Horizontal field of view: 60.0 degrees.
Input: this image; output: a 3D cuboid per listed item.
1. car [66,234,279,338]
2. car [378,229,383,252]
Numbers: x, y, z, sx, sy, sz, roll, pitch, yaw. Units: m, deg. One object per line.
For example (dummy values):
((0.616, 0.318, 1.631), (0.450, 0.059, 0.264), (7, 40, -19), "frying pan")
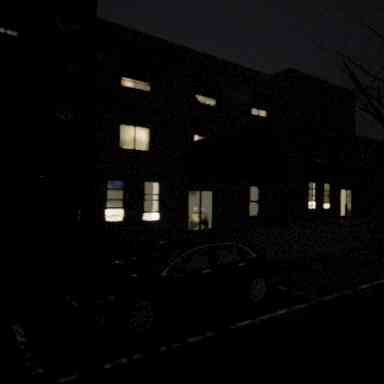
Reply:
((-0.159, 1.574, 6.589), (4.403, 1.369, 2.008), (0, 1, -35), "car")
((9.068, 1.639, 13.092), (4.507, 1.381, 1.887), (0, 1, -35), "car")
